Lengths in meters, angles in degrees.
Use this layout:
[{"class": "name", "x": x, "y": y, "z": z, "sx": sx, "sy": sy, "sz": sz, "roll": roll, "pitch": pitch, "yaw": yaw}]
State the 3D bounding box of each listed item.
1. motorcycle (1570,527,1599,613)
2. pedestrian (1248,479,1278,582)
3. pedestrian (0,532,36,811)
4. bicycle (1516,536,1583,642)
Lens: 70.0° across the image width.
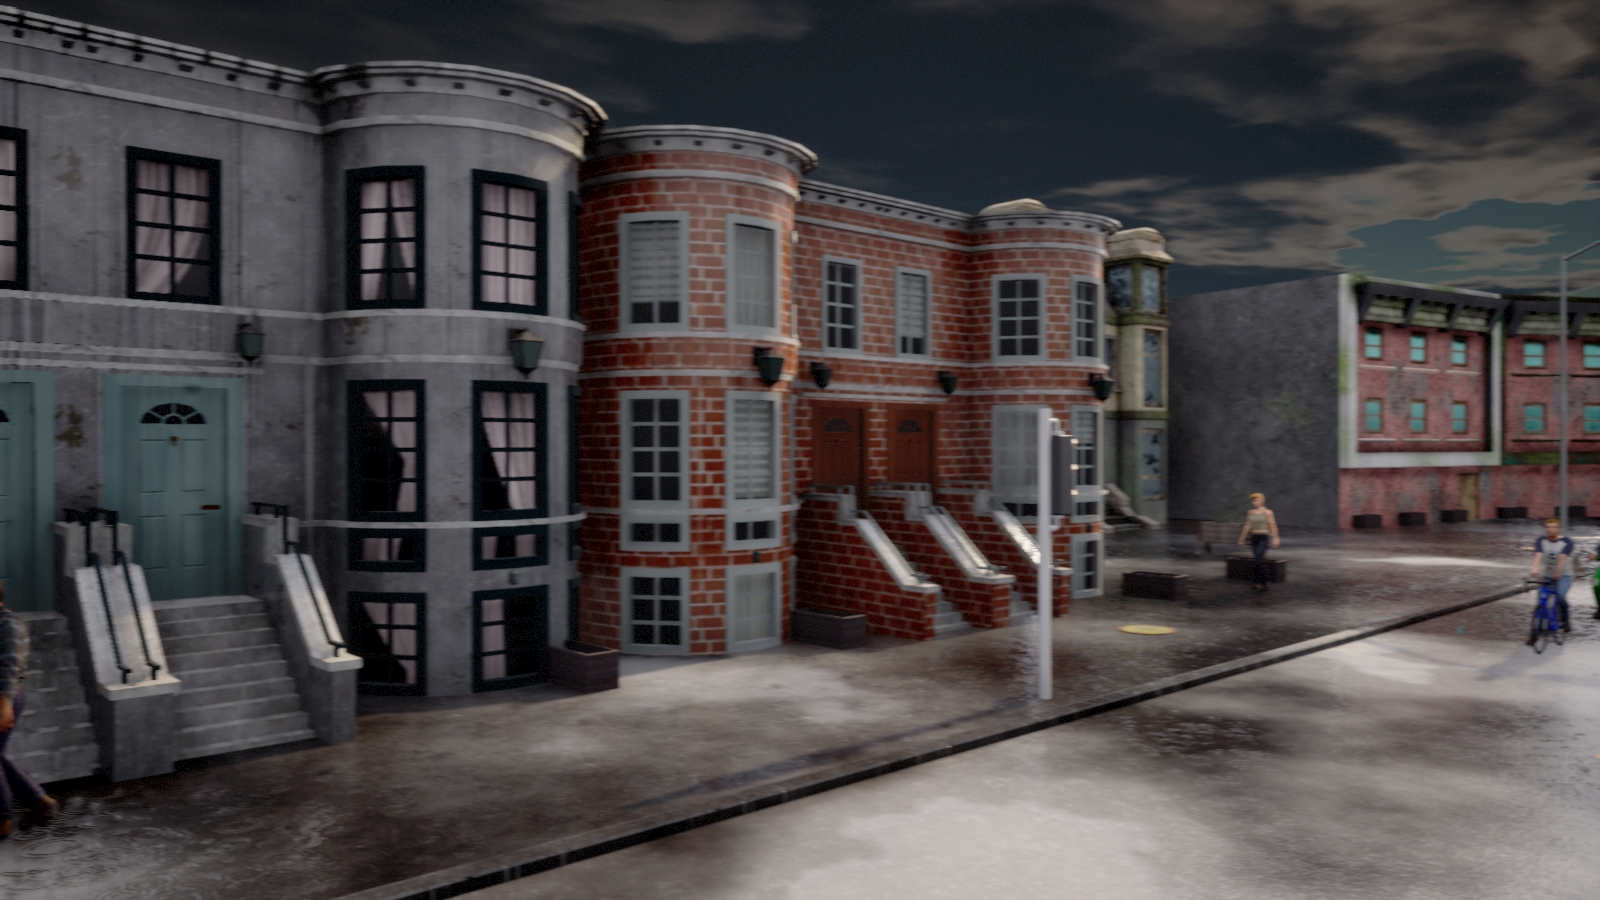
[{"class": "motorcycle", "x": 13.040, "y": 1.903, "z": 18.233, "sx": 1.805, "sy": 1.236, "sz": 0.856, "roll": 0, "pitch": 0, "yaw": -43}, {"class": "pedestrian", "x": 8.551, "y": 1.469, "z": 21.106, "sx": 0.375, "sy": 1.860, "sz": 0.375, "roll": 0, "pitch": 0, "yaw": -35}, {"class": "pedestrian", "x": -5.545, "y": 1.519, "z": 7.910, "sx": 0.375, "sy": 1.860, "sz": 0.375, "roll": 0, "pitch": 0, "yaw": -41}, {"class": "bicycle", "x": 10.354, "y": 1.886, "z": 15.766, "sx": 1.643, "sy": 1.296, "sz": 0.373, "roll": -1, "pitch": 0, "yaw": -43}]
